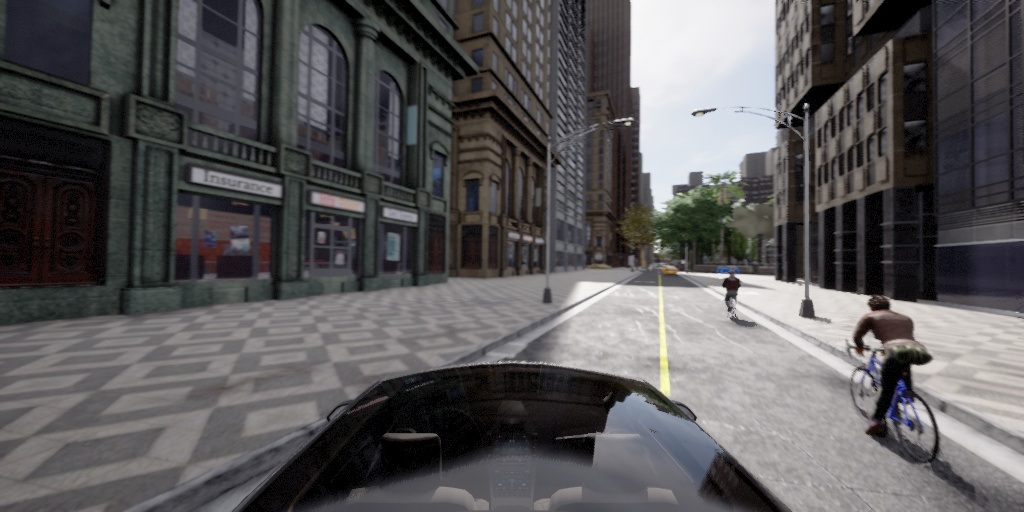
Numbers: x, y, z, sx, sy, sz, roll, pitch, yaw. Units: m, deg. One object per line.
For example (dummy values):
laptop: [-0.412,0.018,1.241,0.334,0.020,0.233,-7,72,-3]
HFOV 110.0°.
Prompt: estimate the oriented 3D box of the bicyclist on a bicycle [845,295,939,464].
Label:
bicyclist on a bicycle: [4.292,1.288,4.111,0.582,1.620,1.656,0,-1,22]

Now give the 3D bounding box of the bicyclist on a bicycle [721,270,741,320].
bicyclist on a bicycle: [7.926,1.373,13.009,0.659,1.776,1.843,0,-1,22]

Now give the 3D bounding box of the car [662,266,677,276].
car: [24.610,2.307,55.800,1.882,1.535,5.008,0,-1,22]
